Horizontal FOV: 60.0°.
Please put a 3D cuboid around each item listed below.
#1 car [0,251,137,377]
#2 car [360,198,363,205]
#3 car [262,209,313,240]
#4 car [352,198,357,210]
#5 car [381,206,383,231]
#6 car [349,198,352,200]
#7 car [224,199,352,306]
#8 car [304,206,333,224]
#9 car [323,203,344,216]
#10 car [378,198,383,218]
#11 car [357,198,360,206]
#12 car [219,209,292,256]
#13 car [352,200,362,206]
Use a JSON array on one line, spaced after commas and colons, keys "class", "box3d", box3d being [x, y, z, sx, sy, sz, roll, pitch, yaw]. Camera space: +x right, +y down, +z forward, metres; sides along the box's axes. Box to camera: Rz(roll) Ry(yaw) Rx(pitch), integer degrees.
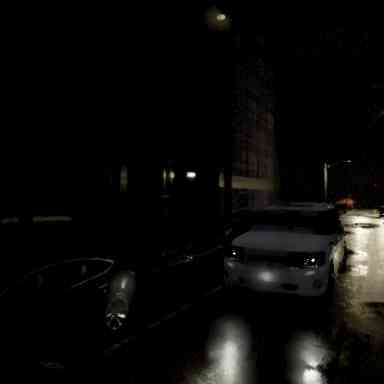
[{"class": "car", "box3d": [-2.569, 1.627, 4.755, 1.947, 1.339, 4.313, 0, -1, 29]}, {"class": "car", "box3d": [38.739, 2.640, 78.558, 1.947, 1.339, 4.313, -1, -1, 29]}, {"class": "car", "box3d": [5.693, 1.785, 19.516, 1.887, 1.381, 4.507, 0, -1, 29]}, {"class": "car", "box3d": [24.969, 2.018, 53.961, 2.192, 1.841, 5.009, -1, -1, 29]}, {"class": "car", "box3d": [12.174, 1.761, 19.324, 1.812, 1.442, 4.674, 0, -1, 29]}, {"class": "car", "box3d": [19.461, 1.874, 44.120, 2.192, 1.841, 5.009, -1, -1, 29]}, {"class": "car", "box3d": [2.794, 1.331, 8.879, 2.150, 2.045, 5.566, 0, -1, 29]}, {"class": "car", "box3d": [11.201, 1.944, 29.357, 1.802, 1.307, 4.206, 0, -1, 29]}, {"class": "car", "box3d": [16.625, 2.012, 39.050, 1.752, 1.417, 4.829, 0, -1, 29]}, {"class": "car", "box3d": [21.088, 1.659, 35.238, 2.150, 2.045, 5.566, 0, -1, 29]}, {"class": "car", "box3d": [30.477, 2.163, 63.801, 2.192, 1.841, 5.009, -1, -1, 29]}, {"class": "car", "box3d": [2.939, 1.620, 14.597, 1.967, 1.590, 4.097, 0, -1, 29]}, {"class": "car", "box3d": [41.492, 2.719, 83.477, 1.947, 1.339, 4.313, -1, -1, 29]}]
